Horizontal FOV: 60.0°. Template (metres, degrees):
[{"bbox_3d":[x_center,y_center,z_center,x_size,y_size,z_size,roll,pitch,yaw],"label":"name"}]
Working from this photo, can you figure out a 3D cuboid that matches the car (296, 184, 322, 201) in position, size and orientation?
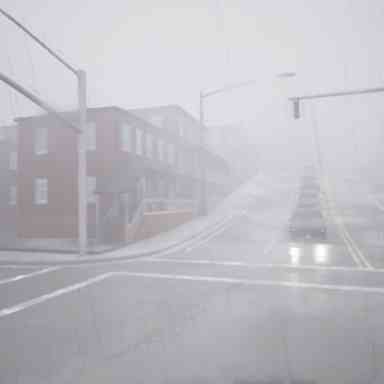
[{"bbox_3d":[9.841,0.630,27.936,2.033,1.411,5.357,-2,7,20],"label":"car"}]

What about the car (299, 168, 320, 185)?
[{"bbox_3d":[13.070,-1.229,36.982,2.097,1.767,4.553,-2,10,20],"label":"car"}]

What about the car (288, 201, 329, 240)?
[{"bbox_3d":[6.481,1.622,18.554,2.033,1.411,5.357,-2,3,20],"label":"car"}]

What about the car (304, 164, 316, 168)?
[{"bbox_3d":[16.473,-2.983,46.422,1.837,1.490,4.892,-2,11,20],"label":"car"}]
